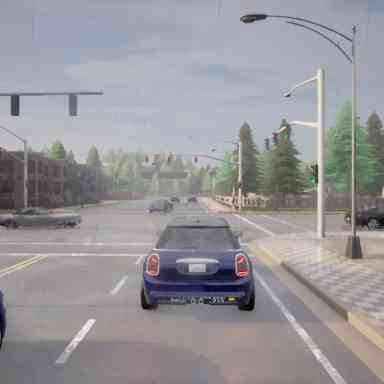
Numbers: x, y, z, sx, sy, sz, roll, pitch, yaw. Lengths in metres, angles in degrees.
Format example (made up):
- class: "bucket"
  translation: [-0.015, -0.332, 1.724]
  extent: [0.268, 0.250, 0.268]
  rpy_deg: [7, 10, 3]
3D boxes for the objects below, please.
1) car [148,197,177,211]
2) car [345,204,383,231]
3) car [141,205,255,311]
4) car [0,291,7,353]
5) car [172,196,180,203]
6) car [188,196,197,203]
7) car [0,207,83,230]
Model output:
- class: "car"
  translation: [-3.317, 1.547, 35.924]
  extent: [2.033, 1.411, 5.357]
  rpy_deg: [0, 0, 7]
- class: "car"
  translation: [11.940, 1.477, 20.146]
  extent: [5.008, 1.535, 1.882]
  rpy_deg: [0, 0, 0]
- class: "car"
  translation: [0.162, 1.352, 7.953]
  extent: [2.097, 1.767, 4.553]
  rpy_deg: [0, 0, 2]
- class: "car"
  translation: [-3.440, 1.478, 2.501]
  extent: [1.882, 1.535, 5.008]
  rpy_deg: [0, 0, 0]
- class: "car"
  translation: [-3.433, 1.505, 68.244]
  extent: [1.837, 1.490, 4.892]
  rpy_deg: [0, 0, 0]
- class: "car"
  translation: [0.067, 1.505, 68.241]
  extent: [1.837, 1.490, 4.892]
  rpy_deg: [0, 0, 0]
- class: "car"
  translation: [-9.286, 1.601, 20.514]
  extent: [4.718, 1.301, 1.895]
  rpy_deg: [0, 0, 2]
